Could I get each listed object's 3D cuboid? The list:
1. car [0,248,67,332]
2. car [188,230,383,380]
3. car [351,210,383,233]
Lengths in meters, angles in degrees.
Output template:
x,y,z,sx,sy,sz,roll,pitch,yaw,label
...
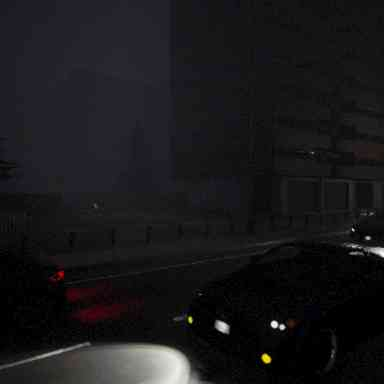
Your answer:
x,y,z,sx,sy,sz,roll,pitch,yaw,label
-4.219,1.564,5.219,4.181,1.385,1.994,0,0,-37,car
1.983,1.564,5.510,4.181,1.385,1.994,0,0,-37,car
9.509,1.547,15.553,5.357,1.411,2.033,0,0,-37,car
